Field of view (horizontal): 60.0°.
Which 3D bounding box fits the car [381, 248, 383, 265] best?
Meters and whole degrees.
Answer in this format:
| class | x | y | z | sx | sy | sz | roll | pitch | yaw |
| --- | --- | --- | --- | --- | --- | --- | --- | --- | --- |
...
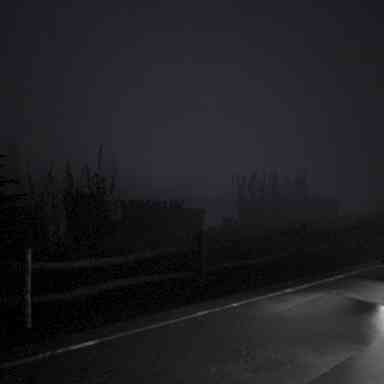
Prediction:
| class | x | y | z | sx | sy | sz | roll | pitch | yaw |
| --- | --- | --- | --- | --- | --- | --- | --- | --- | --- |
| car | 7.142 | 1.603 | 9.080 | 4.718 | 1.301 | 1.895 | 0 | 0 | -35 |
